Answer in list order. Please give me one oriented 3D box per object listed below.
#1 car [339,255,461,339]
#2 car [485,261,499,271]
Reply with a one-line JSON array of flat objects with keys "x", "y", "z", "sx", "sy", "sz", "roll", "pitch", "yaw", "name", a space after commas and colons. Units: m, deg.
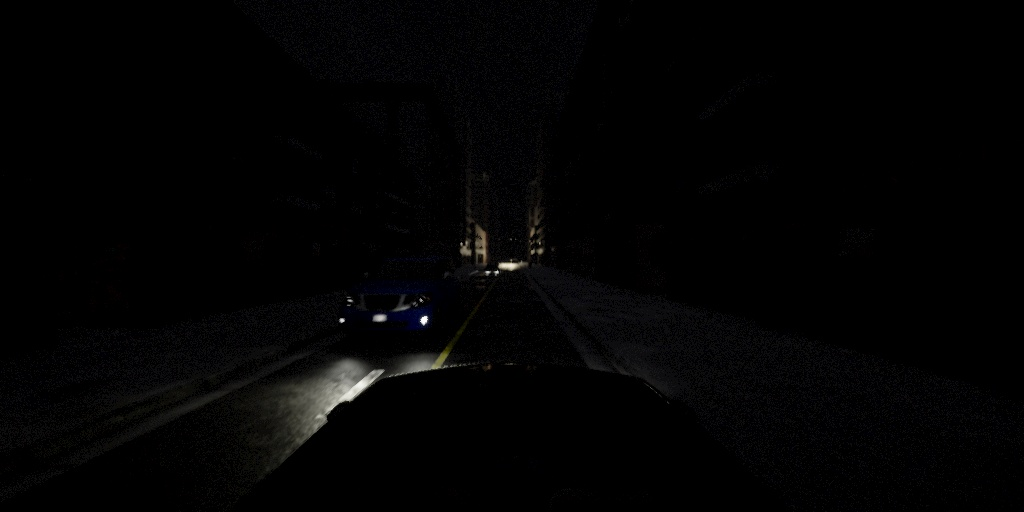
[{"x": -2.850, "y": 0.985, "z": 10.490, "sx": 2.150, "sy": 2.045, "sz": 5.566, "roll": 0, "pitch": 0, "yaw": 0, "name": "car"}, {"x": -2.814, "y": 1.414, "z": 51.943, "sx": 2.033, "sy": 1.411, "sz": 5.357, "roll": 0, "pitch": 0, "yaw": 0, "name": "car"}]
